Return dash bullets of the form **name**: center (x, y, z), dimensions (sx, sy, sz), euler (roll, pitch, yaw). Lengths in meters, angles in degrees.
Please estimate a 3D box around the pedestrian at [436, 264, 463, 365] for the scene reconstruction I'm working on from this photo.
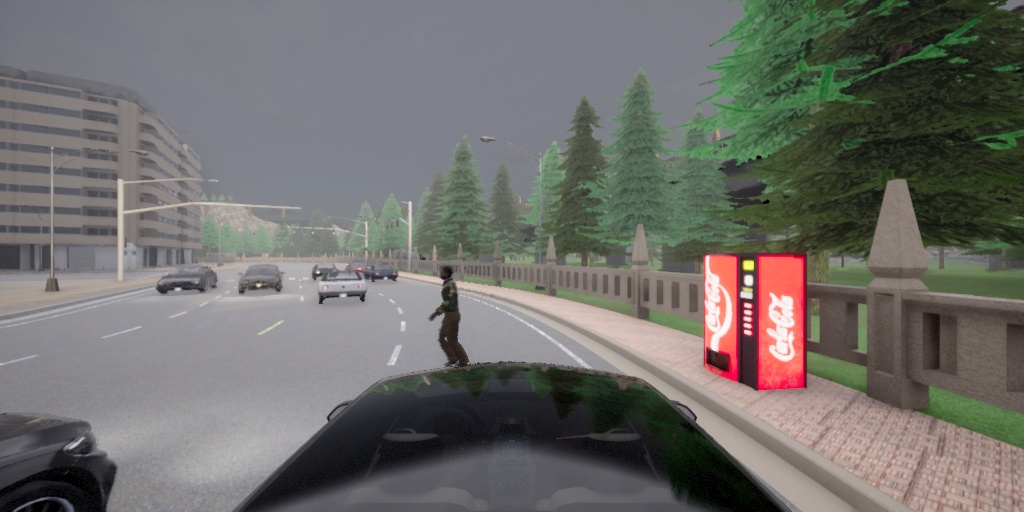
- **pedestrian**: center (-1.084, 1.042, 6.232), dimensions (0.375, 1.860, 0.375), euler (0, 0, -10)

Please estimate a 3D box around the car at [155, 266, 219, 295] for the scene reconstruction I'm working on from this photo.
- **car**: center (-18.144, 1.289, 20.325), dimensions (2.033, 1.411, 5.357), euler (0, 0, -31)

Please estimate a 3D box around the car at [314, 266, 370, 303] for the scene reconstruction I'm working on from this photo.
- **car**: center (-8.064, 1.344, 16.897), dimensions (1.895, 1.301, 4.718), euler (0, 0, -27)

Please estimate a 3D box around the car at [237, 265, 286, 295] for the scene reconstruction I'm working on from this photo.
- **car**: center (-13.977, 1.249, 20.148), dimensions (1.837, 1.490, 4.892), euler (0, -1, -30)

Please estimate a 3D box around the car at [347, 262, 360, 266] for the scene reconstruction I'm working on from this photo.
- **car**: center (-16.760, 1.298, 38.733), dimensions (1.994, 1.385, 4.181), euler (0, 0, -31)

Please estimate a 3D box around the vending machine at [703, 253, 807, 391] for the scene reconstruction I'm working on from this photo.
- **vending machine**: center (3.650, 0.944, 5.484), dimensions (1.100, 2.100, 0.880), euler (0, 0, -7)

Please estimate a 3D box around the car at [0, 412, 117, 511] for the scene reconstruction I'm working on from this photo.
- **car**: center (-3.658, 1.276, 0.462), dimensions (1.812, 1.442, 4.674), euler (0, 0, 1)

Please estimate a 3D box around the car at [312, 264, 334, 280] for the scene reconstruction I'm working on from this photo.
- **car**: center (-16.371, 1.338, 31.274), dimensions (1.895, 1.301, 4.718), euler (0, 0, -31)

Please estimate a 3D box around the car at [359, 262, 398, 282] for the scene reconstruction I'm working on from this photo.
- **car**: center (-10.532, 1.339, 28.471), dimensions (1.895, 1.301, 4.718), euler (0, 0, -32)
